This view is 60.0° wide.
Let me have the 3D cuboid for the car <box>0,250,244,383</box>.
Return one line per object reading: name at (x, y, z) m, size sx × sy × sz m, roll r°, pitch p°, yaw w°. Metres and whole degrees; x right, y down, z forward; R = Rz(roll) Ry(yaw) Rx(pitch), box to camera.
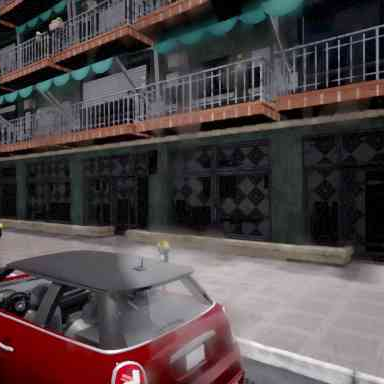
car at (-1.550, 1.440, 3.977) m, size 4.097 × 1.590 × 1.967 m, roll 0°, pitch 0°, yaw 35°
